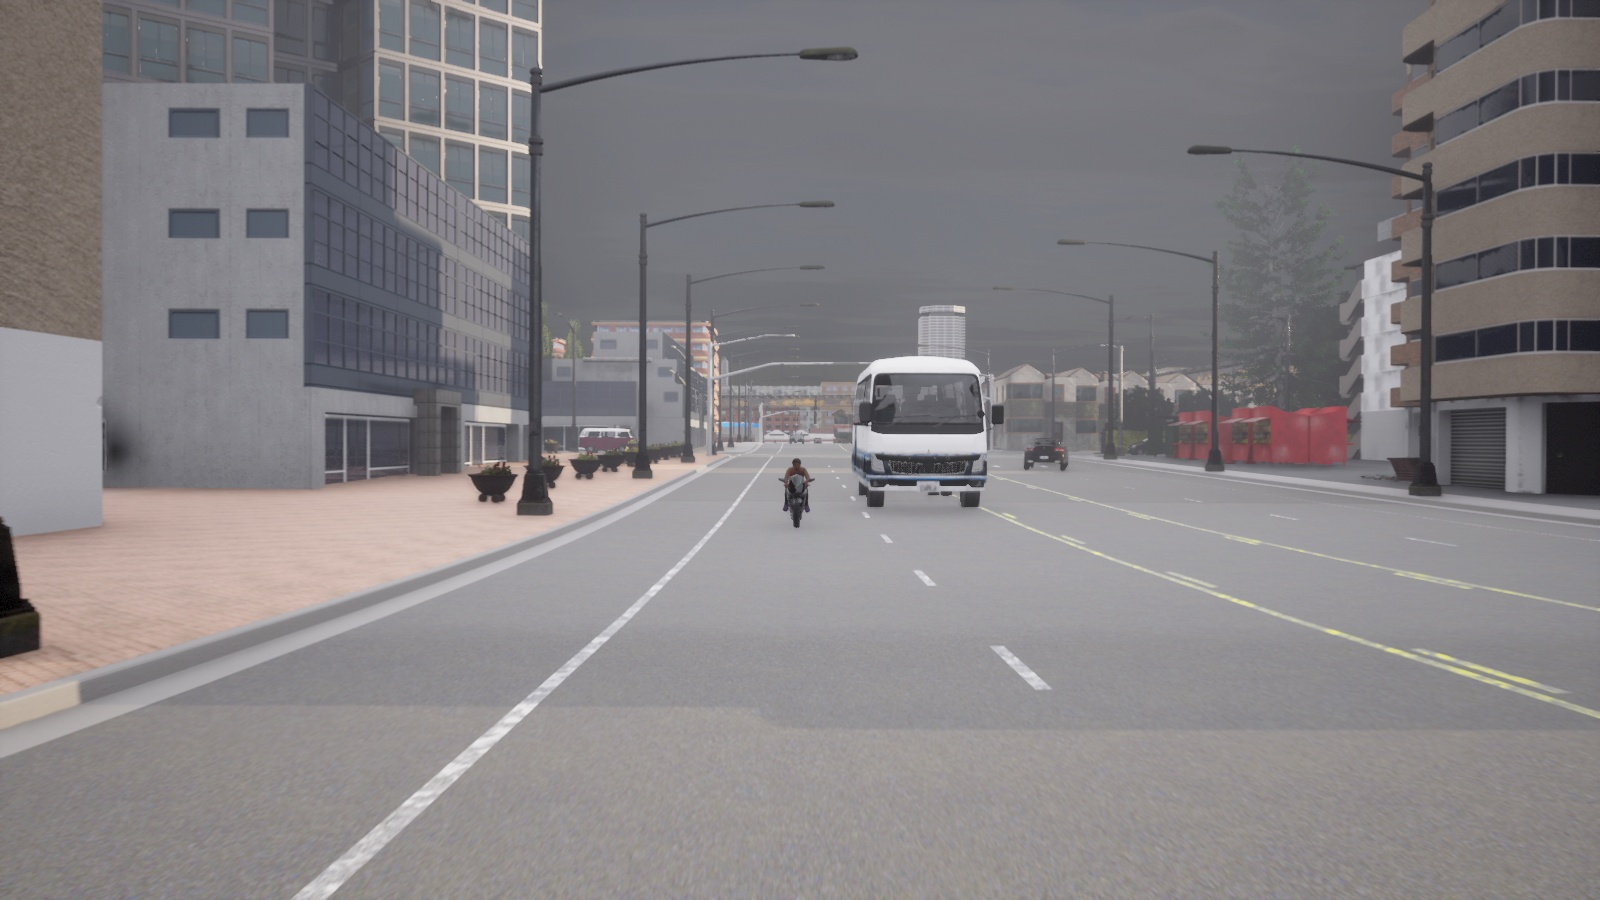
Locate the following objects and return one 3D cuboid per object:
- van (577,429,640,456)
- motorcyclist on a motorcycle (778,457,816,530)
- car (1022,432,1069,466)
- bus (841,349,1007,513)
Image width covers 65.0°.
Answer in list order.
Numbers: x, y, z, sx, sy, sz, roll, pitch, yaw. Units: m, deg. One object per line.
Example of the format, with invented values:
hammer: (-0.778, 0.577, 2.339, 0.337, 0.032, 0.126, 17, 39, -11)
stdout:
van: (-14.696, -0.547, 96.488, 4.480, 2.038, 2.069, 0, 0, 0)
motorcyclist on a motorcycle: (-0.067, 0.942, 27.887, 0.797, 1.523, 2.044, 0, 1, 0)
car: (12.997, -0.080, 66.245, 2.152, 1.651, 5.027, 0, 1, 14)
bus: (3.402, -0.601, 37.825, 3.944, 4.253, 10.273, 0, 1, 0)
